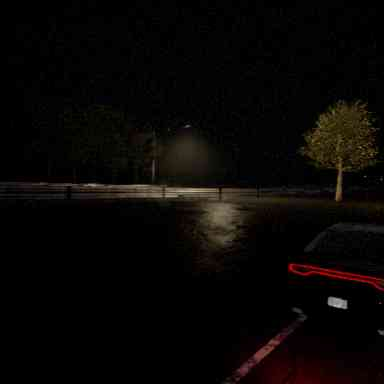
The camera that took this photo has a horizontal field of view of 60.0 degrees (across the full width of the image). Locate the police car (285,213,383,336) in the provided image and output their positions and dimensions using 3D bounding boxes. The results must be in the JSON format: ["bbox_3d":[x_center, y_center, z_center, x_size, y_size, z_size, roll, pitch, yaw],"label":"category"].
[{"bbox_3d":[3.579,1.274,6.572,1.930,1.638,5.238,3,2,38],"label":"police car"}]
